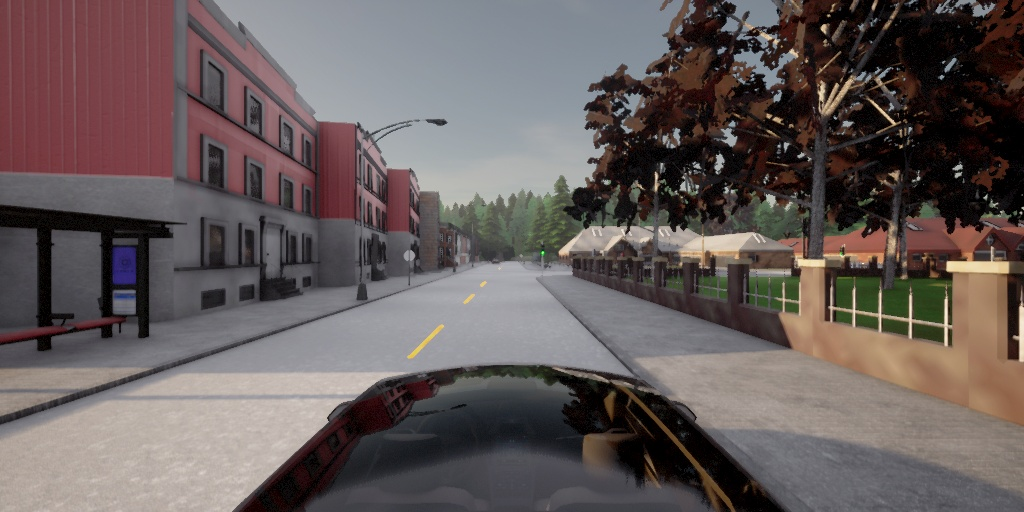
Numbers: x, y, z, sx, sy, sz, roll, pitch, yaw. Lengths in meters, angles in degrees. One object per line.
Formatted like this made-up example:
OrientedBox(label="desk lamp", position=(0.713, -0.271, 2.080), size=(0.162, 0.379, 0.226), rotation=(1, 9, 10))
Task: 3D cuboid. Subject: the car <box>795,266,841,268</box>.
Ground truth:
OrientedBox(label="car", position=(37.055, 1.261, 43.623), size=(4.892, 1.490, 1.837), rotation=(0, 0, 0))
